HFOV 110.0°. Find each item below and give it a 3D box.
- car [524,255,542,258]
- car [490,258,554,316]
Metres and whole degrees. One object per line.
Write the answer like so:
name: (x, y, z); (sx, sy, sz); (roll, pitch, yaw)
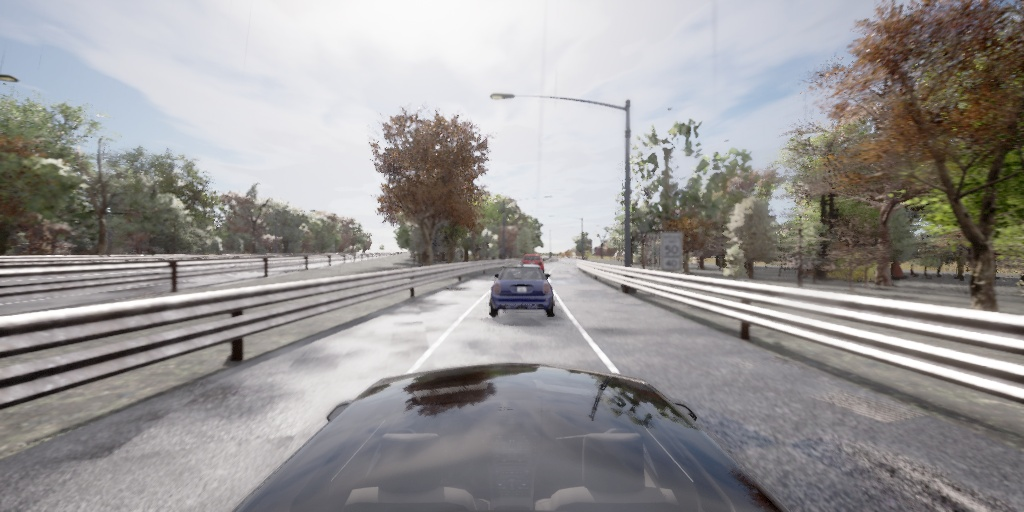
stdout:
car: (2.206, 0.866, 37.244); (2.150, 2.045, 5.566); (0, 0, 7)
car: (0.385, 1.070, 13.398); (2.097, 1.767, 4.553); (0, 0, 2)
